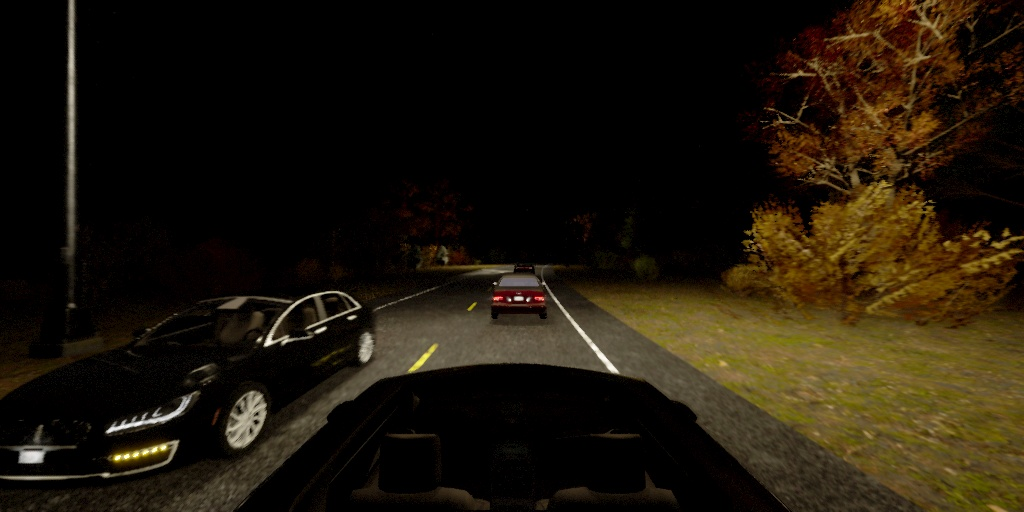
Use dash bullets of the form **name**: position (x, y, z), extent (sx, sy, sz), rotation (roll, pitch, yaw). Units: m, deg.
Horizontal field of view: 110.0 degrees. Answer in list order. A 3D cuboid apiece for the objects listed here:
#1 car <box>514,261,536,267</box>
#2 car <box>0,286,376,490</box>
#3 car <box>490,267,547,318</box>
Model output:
- **car**: position (1.174, 1.239, 33.104), extent (2.128, 1.511, 4.902), rotation (0, 0, 4)
- **car**: position (-3.550, 1.253, 5.098), extent (1.837, 1.490, 4.892), rotation (0, 0, 1)
- **car**: position (0.262, 1.297, 13.017), extent (2.033, 1.411, 5.357), rotation (0, 0, 1)
